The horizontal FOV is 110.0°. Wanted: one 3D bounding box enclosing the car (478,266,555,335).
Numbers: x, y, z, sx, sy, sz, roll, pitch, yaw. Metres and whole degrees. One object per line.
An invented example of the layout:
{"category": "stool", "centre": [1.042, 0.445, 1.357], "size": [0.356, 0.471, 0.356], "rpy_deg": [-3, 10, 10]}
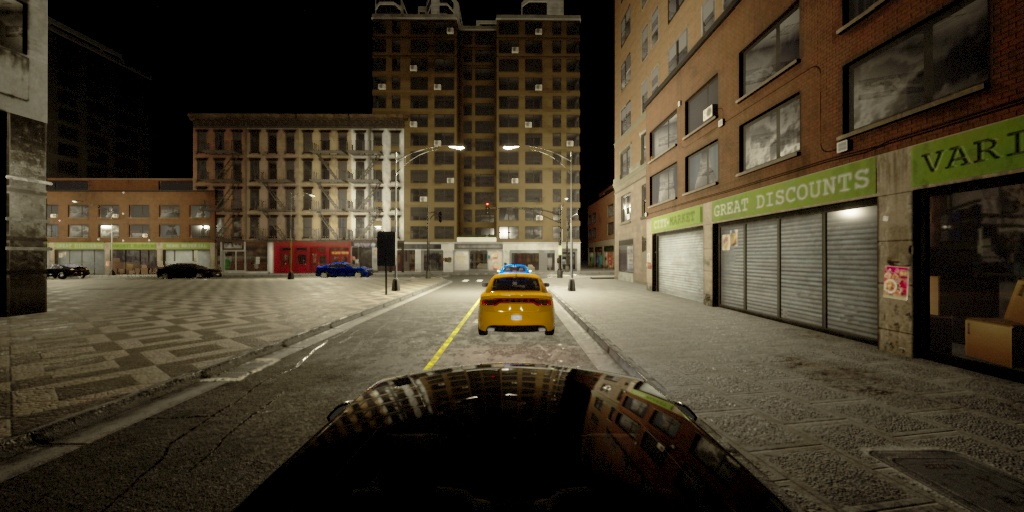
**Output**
{"category": "car", "centre": [0.116, 1.226, 10.493], "size": [1.882, 1.535, 5.008], "rpy_deg": [0, 0, 0]}

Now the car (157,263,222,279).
{"category": "car", "centre": [-29.630, 1.427, 33.011], "size": [5.008, 1.535, 1.882], "rpy_deg": [0, 0, -1]}

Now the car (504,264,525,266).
{"category": "car", "centre": [0.142, 1.221, 20.678], "size": [1.882, 1.535, 5.008], "rpy_deg": [0, 0, 0]}

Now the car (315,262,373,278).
{"category": "car", "centre": [-15.455, 1.328, 33.168], "size": [5.008, 1.535, 1.882], "rpy_deg": [0, 0, 0]}

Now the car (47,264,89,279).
{"category": "car", "centre": [-45.587, 1.545, 35.994], "size": [4.902, 1.511, 2.128], "rpy_deg": [0, 0, 0]}
